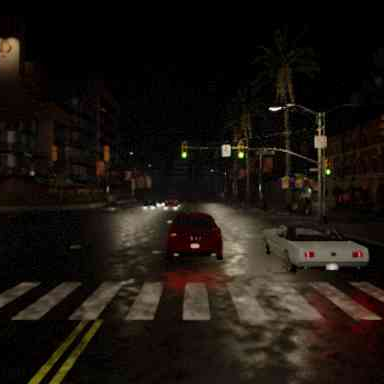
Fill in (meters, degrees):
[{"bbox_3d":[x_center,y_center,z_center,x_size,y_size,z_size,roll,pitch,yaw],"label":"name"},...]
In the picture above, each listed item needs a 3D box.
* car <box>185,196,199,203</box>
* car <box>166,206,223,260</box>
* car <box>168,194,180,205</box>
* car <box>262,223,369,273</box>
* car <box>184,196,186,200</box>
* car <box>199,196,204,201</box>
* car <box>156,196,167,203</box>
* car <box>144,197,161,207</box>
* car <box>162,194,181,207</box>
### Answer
[{"bbox_3d":[-0.012,1.845,77.802,1.994,1.385,4.181,0,0,0],"label":"car"},{"bbox_3d":[0.055,1.526,12.755,1.882,1.535,5.008,0,0,-1],"label":"car"},{"bbox_3d":[-3.510,1.469,65.970,2.150,2.045,5.566,0,0,0],"label":"car"},{"bbox_3d":[3.598,1.642,10.747,1.895,1.301,4.718,0,0,0],"label":"car"},{"bbox_3d":[-1.387,1.876,93.411,2.128,1.511,4.902,0,0,-12],"label":"car"},{"bbox_3d":[2.209,1.875,93.170,1.812,1.442,4.674,0,0,-12],"label":"car"},{"bbox_3d":[-7.014,1.813,76.534,2.128,1.511,4.902,0,0,0],"label":"car"},{"bbox_3d":[-7.009,1.761,56.923,2.033,1.411,5.357,0,0,0],"label":"car"},{"bbox_3d":[-3.509,1.565,56.629,2.097,1.767,4.553,0,0,0],"label":"car"}]
